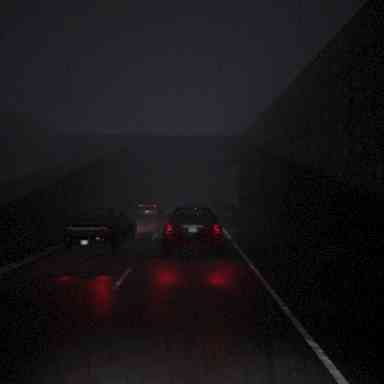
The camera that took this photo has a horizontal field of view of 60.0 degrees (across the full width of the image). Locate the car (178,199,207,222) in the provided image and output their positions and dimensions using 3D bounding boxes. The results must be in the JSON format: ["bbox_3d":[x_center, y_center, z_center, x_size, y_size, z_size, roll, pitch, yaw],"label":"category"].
[{"bbox_3d":[0.026,1.350,25.974,2.033,1.411,5.357,0,0,1],"label":"car"}]

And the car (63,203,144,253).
[{"bbox_3d":[-3.455,1.391,13.155,2.128,1.511,4.902,0,0,0],"label":"car"}]

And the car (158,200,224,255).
[{"bbox_3d":[0.045,1.252,13.048,2.097,1.767,4.553,0,0,0],"label":"car"}]

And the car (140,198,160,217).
[{"bbox_3d":[-3.454,1.277,28.155,2.128,1.511,4.902,0,0,0],"label":"car"}]
